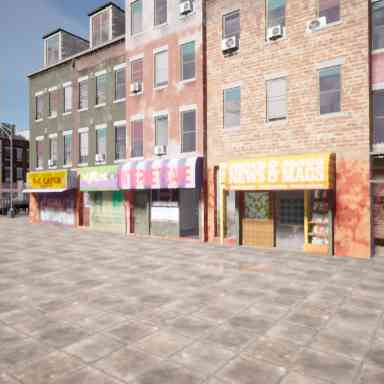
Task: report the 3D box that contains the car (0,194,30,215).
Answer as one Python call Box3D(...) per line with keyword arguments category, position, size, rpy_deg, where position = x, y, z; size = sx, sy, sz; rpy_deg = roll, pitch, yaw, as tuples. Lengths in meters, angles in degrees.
Box3D(category="car", position=(-16.467, 1.222, 33.070), size=(2.150, 2.045, 5.566), rpy_deg=(-1, -1, 36))
